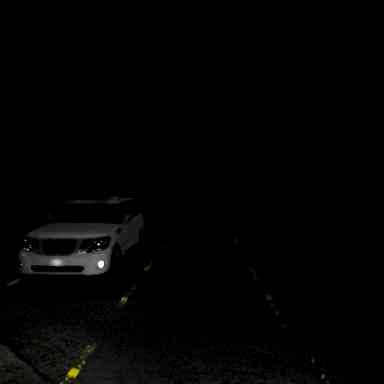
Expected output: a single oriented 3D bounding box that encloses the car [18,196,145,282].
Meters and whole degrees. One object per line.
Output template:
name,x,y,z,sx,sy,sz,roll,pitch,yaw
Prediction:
car,-2.835,1.166,9.994,2.150,2.045,5.566,0,0,2
